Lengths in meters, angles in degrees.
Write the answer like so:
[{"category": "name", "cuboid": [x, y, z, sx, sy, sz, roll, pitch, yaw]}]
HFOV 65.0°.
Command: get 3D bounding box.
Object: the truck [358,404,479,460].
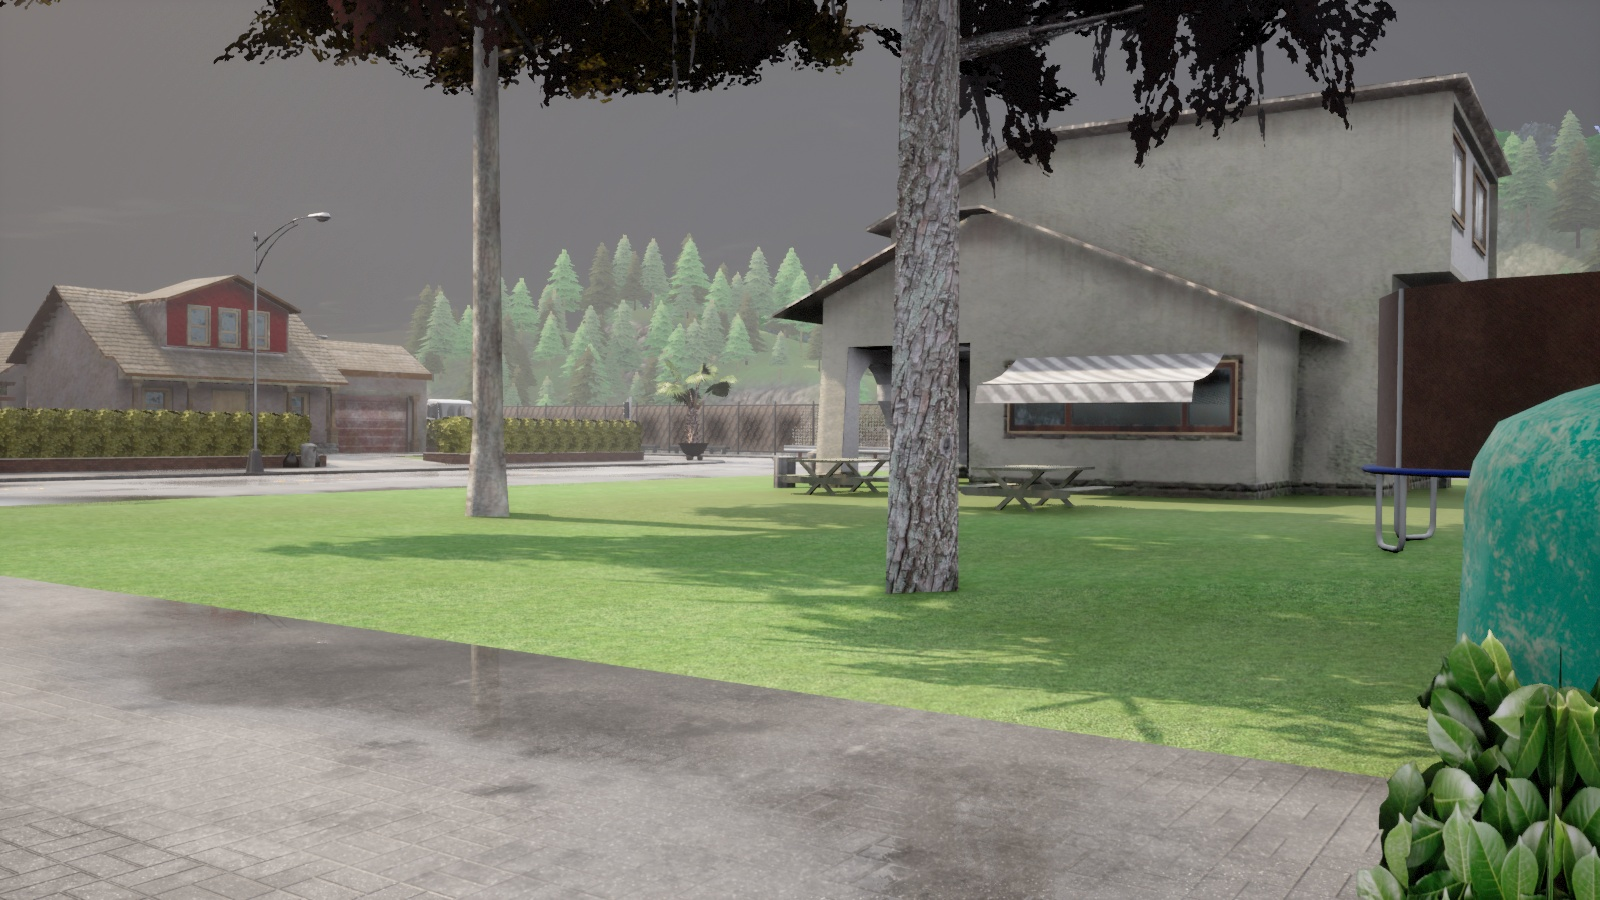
[{"category": "truck", "cuboid": [-24.303, -1.120, 79.790, 7.936, 3.462, 2.891, 0, 1, 33]}]
